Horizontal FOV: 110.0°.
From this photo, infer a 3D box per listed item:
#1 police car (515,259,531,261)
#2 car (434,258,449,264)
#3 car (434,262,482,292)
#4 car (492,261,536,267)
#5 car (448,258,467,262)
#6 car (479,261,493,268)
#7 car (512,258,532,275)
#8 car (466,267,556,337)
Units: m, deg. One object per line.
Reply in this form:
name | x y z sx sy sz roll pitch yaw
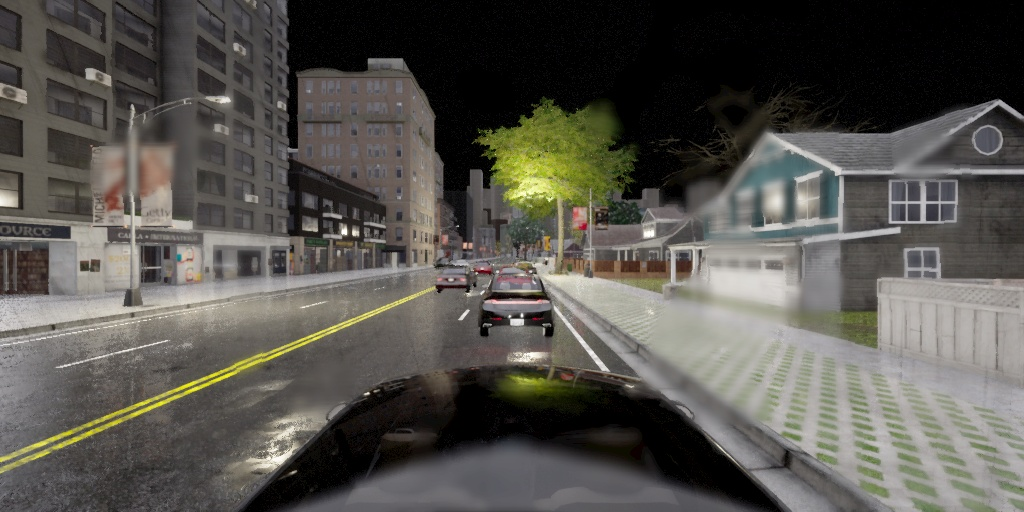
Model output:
police car | 1.006 1.155 29.529 1.930 1.638 5.238 0 0 0
car | -9.791 1.052 51.400 2.097 1.767 4.553 0 0 0
car | -3.128 1.287 20.932 2.033 1.411 5.357 0 0 0
car | 0.120 1.219 19.800 1.882 1.535 5.008 0 0 0
car | -6.552 1.234 45.924 1.812 1.442 4.674 0 0 0
car | -3.104 1.280 39.266 1.994 1.385 4.181 0 0 0
car | 1.016 1.068 39.389 2.097 1.767 4.553 0 0 0
car | 0.112 1.239 10.296 2.128 1.511 4.902 0 0 0
